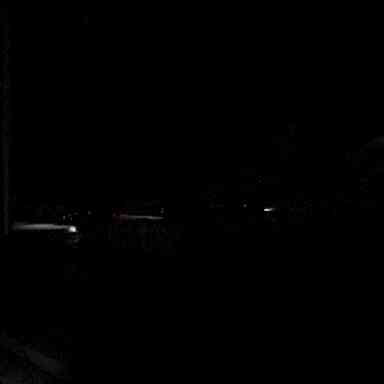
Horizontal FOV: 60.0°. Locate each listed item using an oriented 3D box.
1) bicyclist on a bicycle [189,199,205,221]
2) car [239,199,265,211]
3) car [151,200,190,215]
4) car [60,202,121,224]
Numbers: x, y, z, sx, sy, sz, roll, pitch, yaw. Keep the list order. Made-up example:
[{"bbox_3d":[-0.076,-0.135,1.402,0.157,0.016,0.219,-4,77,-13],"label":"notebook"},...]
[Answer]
[{"bbox_3d":[0.414,1.336,23.912,1.656,1.620,0.582,0,0,34],"label":"bicyclist on a bicycle"},{"bbox_3d":[7.447,1.606,41.229,1.994,1.385,4.181,0,0,35],"label":"car"},{"bbox_3d":[-2.132,1.551,33.536,1.837,1.490,4.892,0,0,34],"label":"car"},{"bbox_3d":[-7.630,1.551,25.342,1.837,1.490,4.892,0,0,34],"label":"car"}]
